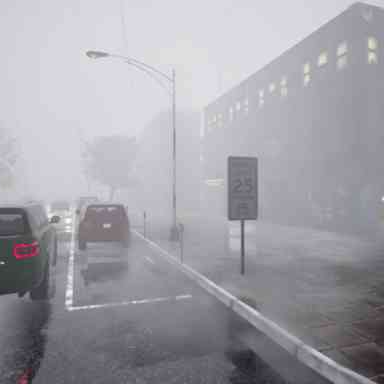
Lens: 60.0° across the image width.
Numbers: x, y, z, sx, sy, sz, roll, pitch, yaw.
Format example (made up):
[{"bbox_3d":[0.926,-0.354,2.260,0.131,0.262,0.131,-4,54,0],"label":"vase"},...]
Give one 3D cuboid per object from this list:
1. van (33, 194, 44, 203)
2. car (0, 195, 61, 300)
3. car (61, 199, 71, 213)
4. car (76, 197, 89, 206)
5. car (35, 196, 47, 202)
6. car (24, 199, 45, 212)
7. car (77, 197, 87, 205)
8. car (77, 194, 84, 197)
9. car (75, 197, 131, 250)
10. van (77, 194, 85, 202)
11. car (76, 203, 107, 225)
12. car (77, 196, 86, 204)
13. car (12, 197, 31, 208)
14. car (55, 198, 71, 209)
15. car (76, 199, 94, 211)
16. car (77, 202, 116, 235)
[{"bbox_3d":[-31.922,1.334,69.138,1.690,1.788,3.998,1,0,-19],"label":"van"},{"bbox_3d":[-4.573,1.222,8.129,2.150,2.045,5.566,0,0,-19],"label":"car"},{"bbox_3d":[-14.794,1.480,37.524,1.882,1.535,5.008,0,0,-19],"label":"car"},{"bbox_3d":[-18.529,1.551,56.218,2.008,1.369,4.403,1,0,-19],"label":"car"},{"bbox_3d":[-33.755,1.542,74.370,2.008,1.369,4.403,1,0,-19],"label":"car"},{"bbox_3d":[-19.005,1.602,40.312,1.895,1.301,4.718,0,0,-19],"label":"car"},{"bbox_3d":[-20.359,1.581,61.451,1.802,1.307,4.206,1,0,-19],"label":"car"},{"bbox_3d":[-9.378,1.319,30.058,2.192,1.841,5.009,1,0,-19],"label":"car"},{"bbox_3d":[-3.889,1.317,14.359,2.192,1.841,5.009,1,0,-19],"label":"car"},{"bbox_3d":[-25.846,1.334,77.150,1.690,1.788,3.998,1,0,-19],"label":"van"},{"bbox_3d":[-7.552,1.554,24.824,2.008,1.369,4.403,1,0,-19],"label":"car"},{"bbox_3d":[-22.244,1.523,66.844,1.752,1.417,4.829,1,0,-19],"label":"car"},{"bbox_3d":[-24.550,1.525,48.048,1.752,1.417,4.829,1,0,-19],"label":"car"},{"bbox_3d":[-18.118,1.602,46.865,1.895,1.301,4.718,0,0,-19],"label":"car"},{"bbox_3d":[-13.040,1.569,40.521,1.947,1.339,4.313,1,0,-19],"label":"car"},{"bbox_3d":[-5.720,1.443,19.591,1.967,1.590,4.097,1,0,-19],"label":"car"}]
